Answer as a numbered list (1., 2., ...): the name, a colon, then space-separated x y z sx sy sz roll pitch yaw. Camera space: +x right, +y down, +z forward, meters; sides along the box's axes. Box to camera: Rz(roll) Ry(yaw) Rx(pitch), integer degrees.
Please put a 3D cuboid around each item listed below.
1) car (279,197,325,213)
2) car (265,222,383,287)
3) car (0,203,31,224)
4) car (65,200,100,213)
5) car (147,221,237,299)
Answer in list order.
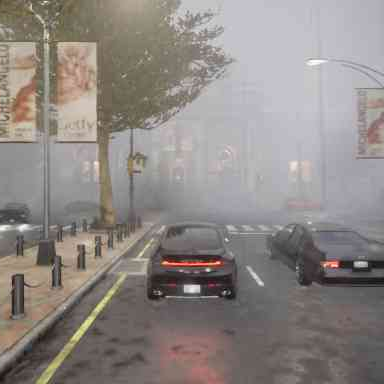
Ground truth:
1. car: 11.900 1.352 36.017 4.553 1.767 2.097 0 0 0
2. car: 3.496 1.547 9.400 2.033 1.411 5.357 0 0 0
3. car: -13.158 1.547 24.924 2.033 1.411 5.357 0 0 -22
4. car: -11.427 1.564 35.925 4.181 1.385 1.994 0 0 0
5. car: -0.003 1.505 8.436 1.837 1.490 4.892 0 0 0
